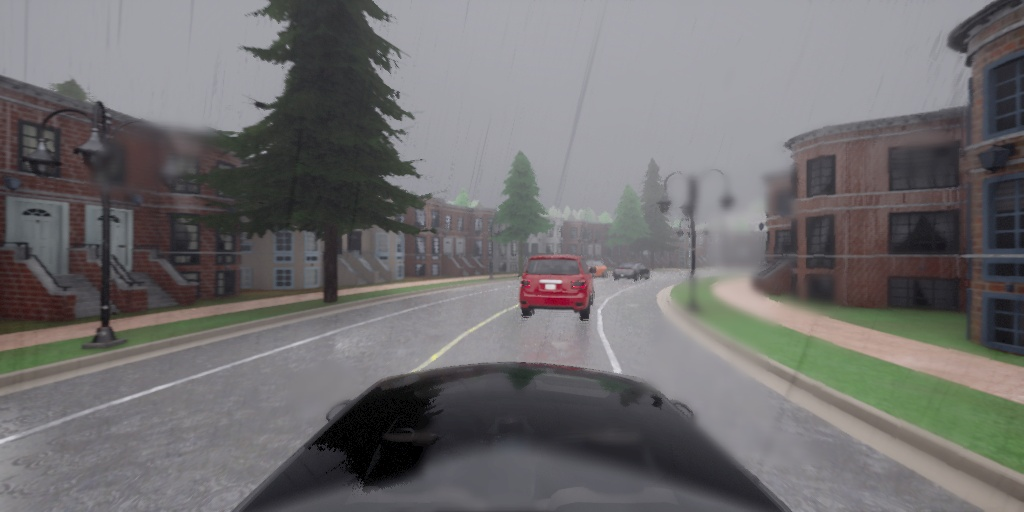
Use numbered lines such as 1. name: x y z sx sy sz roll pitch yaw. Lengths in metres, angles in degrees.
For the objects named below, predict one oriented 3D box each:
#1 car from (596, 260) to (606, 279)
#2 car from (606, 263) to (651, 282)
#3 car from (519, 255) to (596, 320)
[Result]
1. car: 6.426 1.128 30.785 2.097 1.767 4.553 0 0 37
2. car: 9.873 1.288 29.309 2.128 1.511 4.902 0 0 37
3. car: 1.781 0.979 12.940 2.150 2.045 5.566 0 0 14
